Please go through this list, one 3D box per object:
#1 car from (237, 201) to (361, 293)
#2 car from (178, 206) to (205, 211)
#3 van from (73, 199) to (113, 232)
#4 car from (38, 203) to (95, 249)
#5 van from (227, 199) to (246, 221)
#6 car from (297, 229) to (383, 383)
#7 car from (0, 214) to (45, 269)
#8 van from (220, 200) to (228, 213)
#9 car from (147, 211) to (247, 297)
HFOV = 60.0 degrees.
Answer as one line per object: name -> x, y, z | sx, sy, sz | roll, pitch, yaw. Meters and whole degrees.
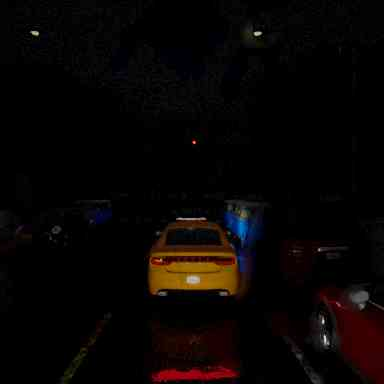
car -> 2.717, 1.315, 8.808 | 2.192, 1.841, 5.009 | 0, 0, 0
car -> -0.048, 1.493, 18.137 | 2.128, 1.511, 4.902 | 0, 0, 0
van -> -5.865, 1.343, 19.638 | 1.690, 1.788, 3.998 | 0, 0, 0
car -> -5.836, 1.441, 14.200 | 1.967, 1.590, 4.097 | 0, 0, 0
van -> 2.688, 1.342, 14.245 | 1.690, 1.788, 3.998 | 0, 0, 0
car -> 2.746, 1.440, 3.370 | 1.967, 1.590, 4.097 | 0, 0, 0
car -> -5.807, 1.526, 8.593 | 1.752, 1.417, 4.829 | 0, 0, 0
van -> 2.660, 1.343, 19.683 | 1.690, 1.788, 3.998 | 0, 0, 0
car -> 0.039, 1.478, 8.635 | 1.882, 1.535, 5.008 | 0, 0, 0
